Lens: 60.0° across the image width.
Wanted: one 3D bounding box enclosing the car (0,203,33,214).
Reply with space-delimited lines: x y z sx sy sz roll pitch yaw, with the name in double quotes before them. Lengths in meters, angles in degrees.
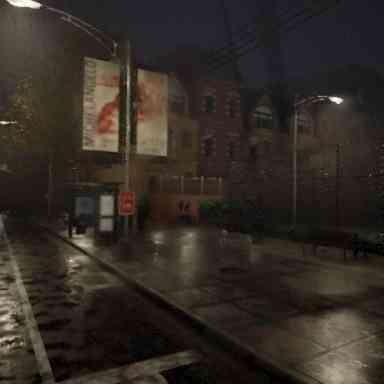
"car" -22.667 2.096 42.884 1.895 1.301 4.718 1 -1 11
